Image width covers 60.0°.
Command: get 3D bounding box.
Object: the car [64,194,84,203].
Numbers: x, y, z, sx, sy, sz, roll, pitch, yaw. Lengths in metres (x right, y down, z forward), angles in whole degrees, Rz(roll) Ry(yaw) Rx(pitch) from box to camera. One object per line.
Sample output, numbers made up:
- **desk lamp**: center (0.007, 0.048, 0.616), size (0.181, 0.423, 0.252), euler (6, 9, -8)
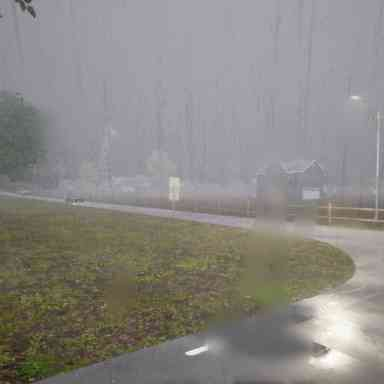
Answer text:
- **car**: center (-18.320, 0.975, 51.443), size (2.033, 1.411, 5.357), euler (2, -1, -36)
